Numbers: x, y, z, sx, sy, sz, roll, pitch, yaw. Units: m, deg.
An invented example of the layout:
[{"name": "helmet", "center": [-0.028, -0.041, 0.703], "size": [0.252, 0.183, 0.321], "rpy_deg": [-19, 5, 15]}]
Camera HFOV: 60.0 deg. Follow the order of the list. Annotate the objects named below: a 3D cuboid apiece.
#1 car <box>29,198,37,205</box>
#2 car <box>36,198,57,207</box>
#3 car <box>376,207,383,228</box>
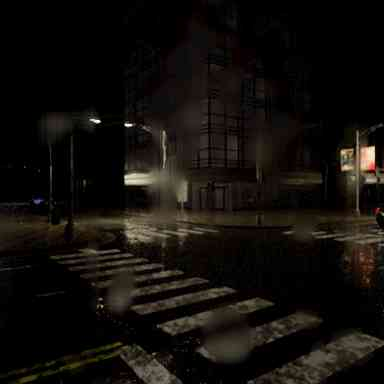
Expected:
[{"name": "car", "center": [-28.751, 1.719, 61.406], "size": [2.033, 1.411, 5.357], "rpy_deg": [0, 0, -36]}, {"name": "car", "center": [-23.058, 1.742, 53.173], "size": [1.895, 1.301, 4.718], "rpy_deg": [0, 0, -35]}, {"name": "car", "center": [14.348, 1.293, 21.782], "size": [5.566, 2.045, 2.150], "rpy_deg": [0, 0, -35]}]
